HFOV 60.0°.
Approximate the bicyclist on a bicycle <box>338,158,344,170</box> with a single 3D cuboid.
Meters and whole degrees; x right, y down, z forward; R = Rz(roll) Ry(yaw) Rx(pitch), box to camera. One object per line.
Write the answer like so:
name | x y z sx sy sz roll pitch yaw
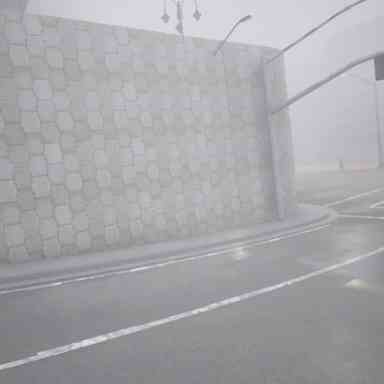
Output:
bicyclist on a bicycle | 20.058 -3.814 44.854 1.656 1.620 0.582 -11 6 -35
